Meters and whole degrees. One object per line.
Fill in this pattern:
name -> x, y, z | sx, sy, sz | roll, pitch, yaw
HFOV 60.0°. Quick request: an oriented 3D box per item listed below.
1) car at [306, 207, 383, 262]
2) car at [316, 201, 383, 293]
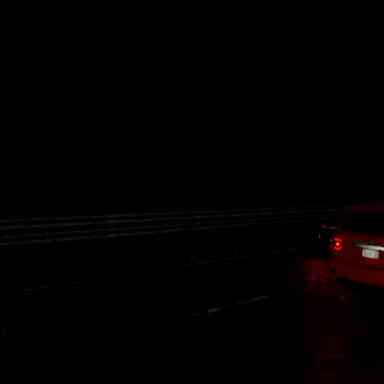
car -> 6.858, 1.471, 12.926 | 4.902, 1.511, 2.128 | 0, 1, -35
car -> 5.446, 1.221, 7.635 | 5.566, 2.045, 2.150 | 0, 0, -35
